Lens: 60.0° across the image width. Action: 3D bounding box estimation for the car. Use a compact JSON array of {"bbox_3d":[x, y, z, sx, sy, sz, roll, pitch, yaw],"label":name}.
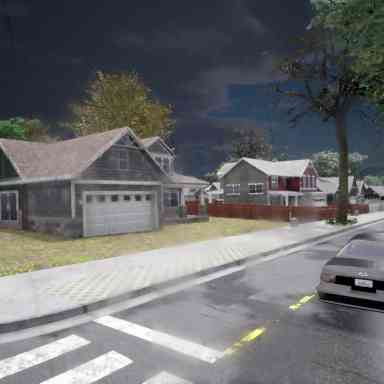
[{"bbox_3d":[4.562,1.671,7.795,2.033,1.411,5.357,-2,-2,38],"label":"car"}]
